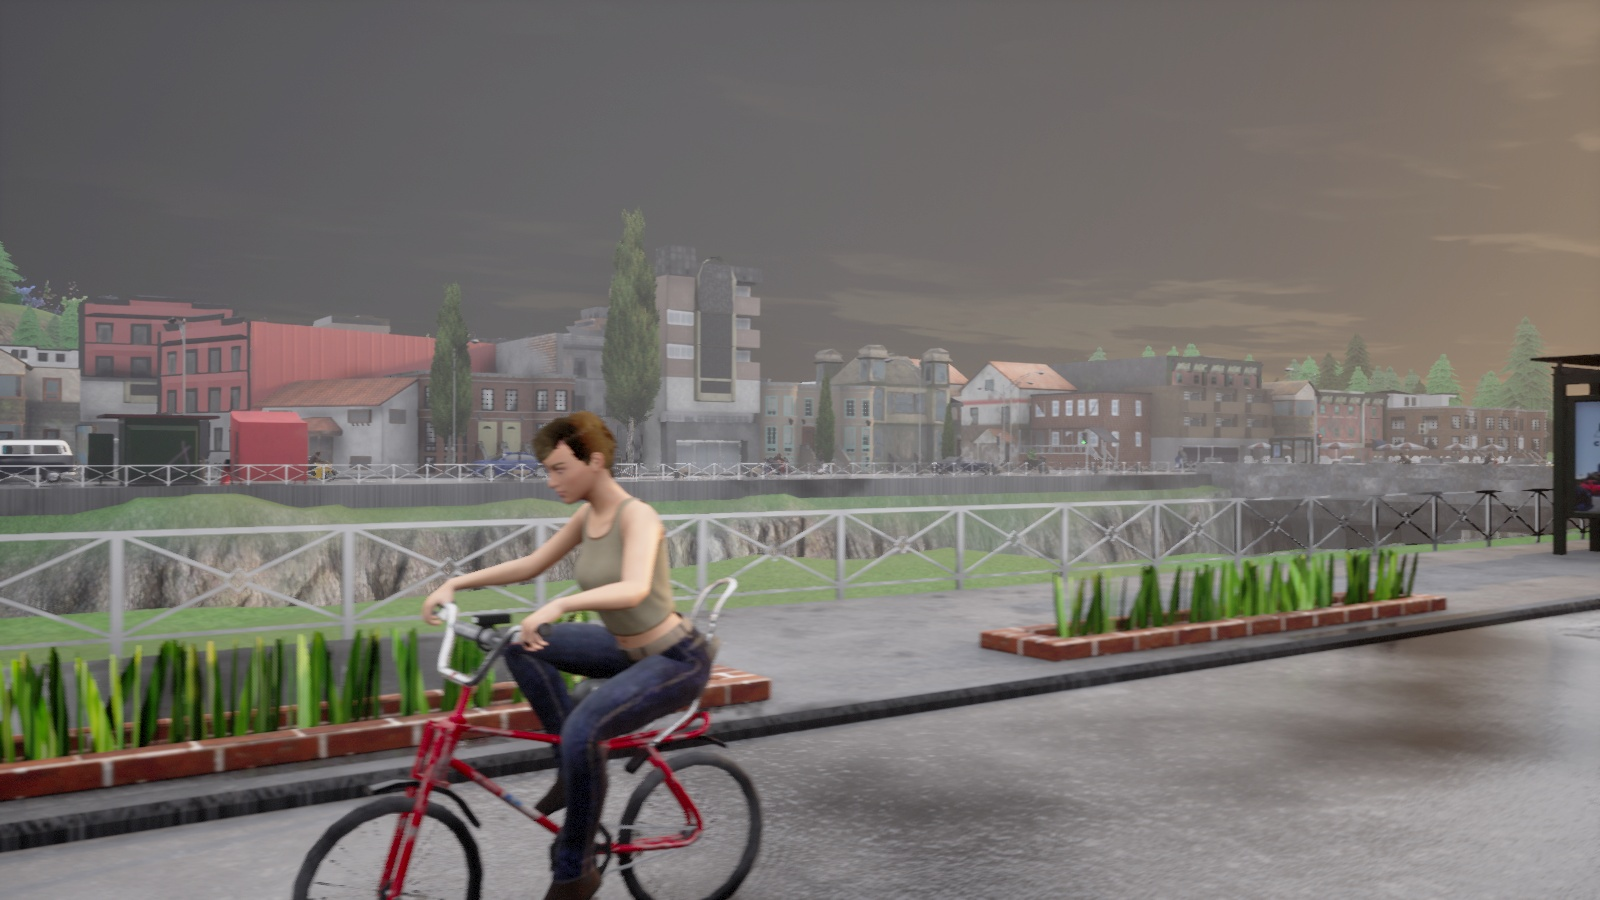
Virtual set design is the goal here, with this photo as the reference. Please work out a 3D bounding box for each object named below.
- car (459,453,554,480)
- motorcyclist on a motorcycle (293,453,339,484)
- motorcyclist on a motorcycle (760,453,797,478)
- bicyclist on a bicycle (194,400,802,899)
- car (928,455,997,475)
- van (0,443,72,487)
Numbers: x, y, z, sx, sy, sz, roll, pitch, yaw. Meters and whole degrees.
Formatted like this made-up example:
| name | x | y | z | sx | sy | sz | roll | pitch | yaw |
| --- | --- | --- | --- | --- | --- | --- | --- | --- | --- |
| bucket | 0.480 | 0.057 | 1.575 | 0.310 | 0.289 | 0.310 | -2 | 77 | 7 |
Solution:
| name | x | y | z | sx | sy | sz | roll | pitch | yaw |
| --- | --- | --- | --- | --- | --- | --- | --- | --- | --- |
| car | -16.917 | 0.936 | 72.554 | 5.008 | 1.535 | 1.882 | 0 | 0 | -35 |
| motorcyclist on a motorcycle | -24.143 | 0.932 | 62.646 | 2.044 | 1.523 | 0.797 | 0 | 0 | -35 |
| motorcyclist on a motorcycle | -1.335 | 0.975 | 78.535 | 2.191 | 1.530 | 0.866 | 0 | 0 | -35 |
| bicyclist on a bicycle | -0.863 | 0.692 | 3.659 | 1.509 | 1.612 | 0.866 | 0 | 0 | -34 |
| car | 11.326 | 1.035 | 87.357 | 4.718 | 1.301 | 1.895 | 0 | 0 | -35 |
| van | -36.728 | 0.690 | 58.754 | 4.480 | 2.038 | 2.069 | 0 | 0 | -35 |
